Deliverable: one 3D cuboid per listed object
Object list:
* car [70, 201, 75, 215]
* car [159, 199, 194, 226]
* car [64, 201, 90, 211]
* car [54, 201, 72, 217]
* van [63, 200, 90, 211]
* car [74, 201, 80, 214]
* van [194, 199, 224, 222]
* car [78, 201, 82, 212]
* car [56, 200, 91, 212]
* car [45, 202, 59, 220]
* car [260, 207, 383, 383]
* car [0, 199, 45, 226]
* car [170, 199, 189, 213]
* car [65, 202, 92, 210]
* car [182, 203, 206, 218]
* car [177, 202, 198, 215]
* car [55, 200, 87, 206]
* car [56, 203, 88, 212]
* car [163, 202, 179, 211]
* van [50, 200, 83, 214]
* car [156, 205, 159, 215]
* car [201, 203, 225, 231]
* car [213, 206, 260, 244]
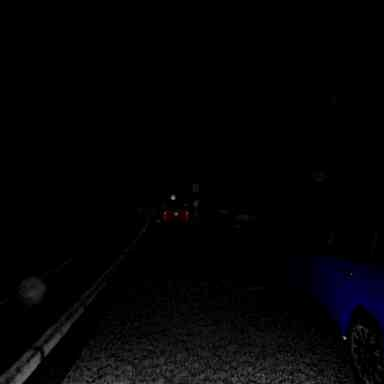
[{"bbox_3d":[-16.829,2.191,39.420,4.792,1.488,2.163,0,-2,-9],"label":"car"},{"bbox_3d":[-1.314,1.620,25.721,2.097,1.767,4.553,0,-1,-5],"label":"car"},{"bbox_3d":[-21.858,2.595,63.366,4.553,1.767,2.185,0,-1,-13],"label":"car"},{"bbox_3d":[-16.365,2.090,36.729,4.892,1.521,2.231,0,-2,-8],"label":"car"},{"bbox_3d":[-21.075,2.440,60.721,4.442,1.987,1.878,0,-1,-13],"label":"van"},{"bbox_3d":[-17.228,2.261,42.119,4.792,1.488,2.163,0,-1,-10],"label":"car"},{"bbox_3d":[1.514,1.545,27.441,1.878,1.987,4.442,0,-1,-5],"label":"van"},{"bbox_3d":[-17.744,2.341,44.800,4.674,1.452,2.002,0,-1,-10],"label":"car"},{"bbox_3d":[-20.573,2.360,58.019,5.566,2.045,2.435,0,-1,-13],"label":"car"},{"bbox_3d":[-15.550,1.966,31.201,4.792,1.488,2.163,0,-1,-7],"label":"car"},{"bbox_3d":[2.950,1.238,5.230,2.435,2.045,5.566,0,0,-1],"label":"car"},{"bbox_3d":[-14.900,1.552,25.782,5.566,2.045,2.435,0,-1,-6],"label":"car"},{"bbox_3d":[-2.012,2.078,50.546,2.150,2.045,5.566,0,-1,-11],"label":"car"},{"bbox_3d":[-22.460,2.775,66.051,4.892,1.521,2.231,0,-1,-13],"label":"car"},{"bbox_3d":[0.155,2.065,38.346,2.163,1.488,4.792,0,-1,-8],"label":"car"},{"bbox_3d":[-0.696,2.172,43.771,2.097,1.535,5.008,0,-1,-9],"label":"car"},{"bbox_3d":[-18.071,2.363,47.517,5.366,1.575,1.946,0,-1,-11],"label":"car"},{"bbox_3d":[-19.894,2.582,55.372,4.792,1.488,2.163,0,-1,-12],"label":"car"},{"bbox_3d":[-3.818,2.554,59.358,2.128,1.511,4.902,0,-1,-13],"label":"car"},{"bbox_3d":[-18.909,2.207,50.141,4.442,1.987,1.878,0,-1,-12],"label":"van"},{"bbox_3d":[-3.554,2.164,42.893,1.882,1.535,5.008,0,-1,-9],"label":"car"},{"bbox_3d":[2.023,1.705,21.788,2.002,1.452,4.674,0,-1,-5],"label":"car"},{"bbox_3d":[2.438,1.624,16.262,2.002,1.452,4.674,0,-1,-3],"label":"car"}]
